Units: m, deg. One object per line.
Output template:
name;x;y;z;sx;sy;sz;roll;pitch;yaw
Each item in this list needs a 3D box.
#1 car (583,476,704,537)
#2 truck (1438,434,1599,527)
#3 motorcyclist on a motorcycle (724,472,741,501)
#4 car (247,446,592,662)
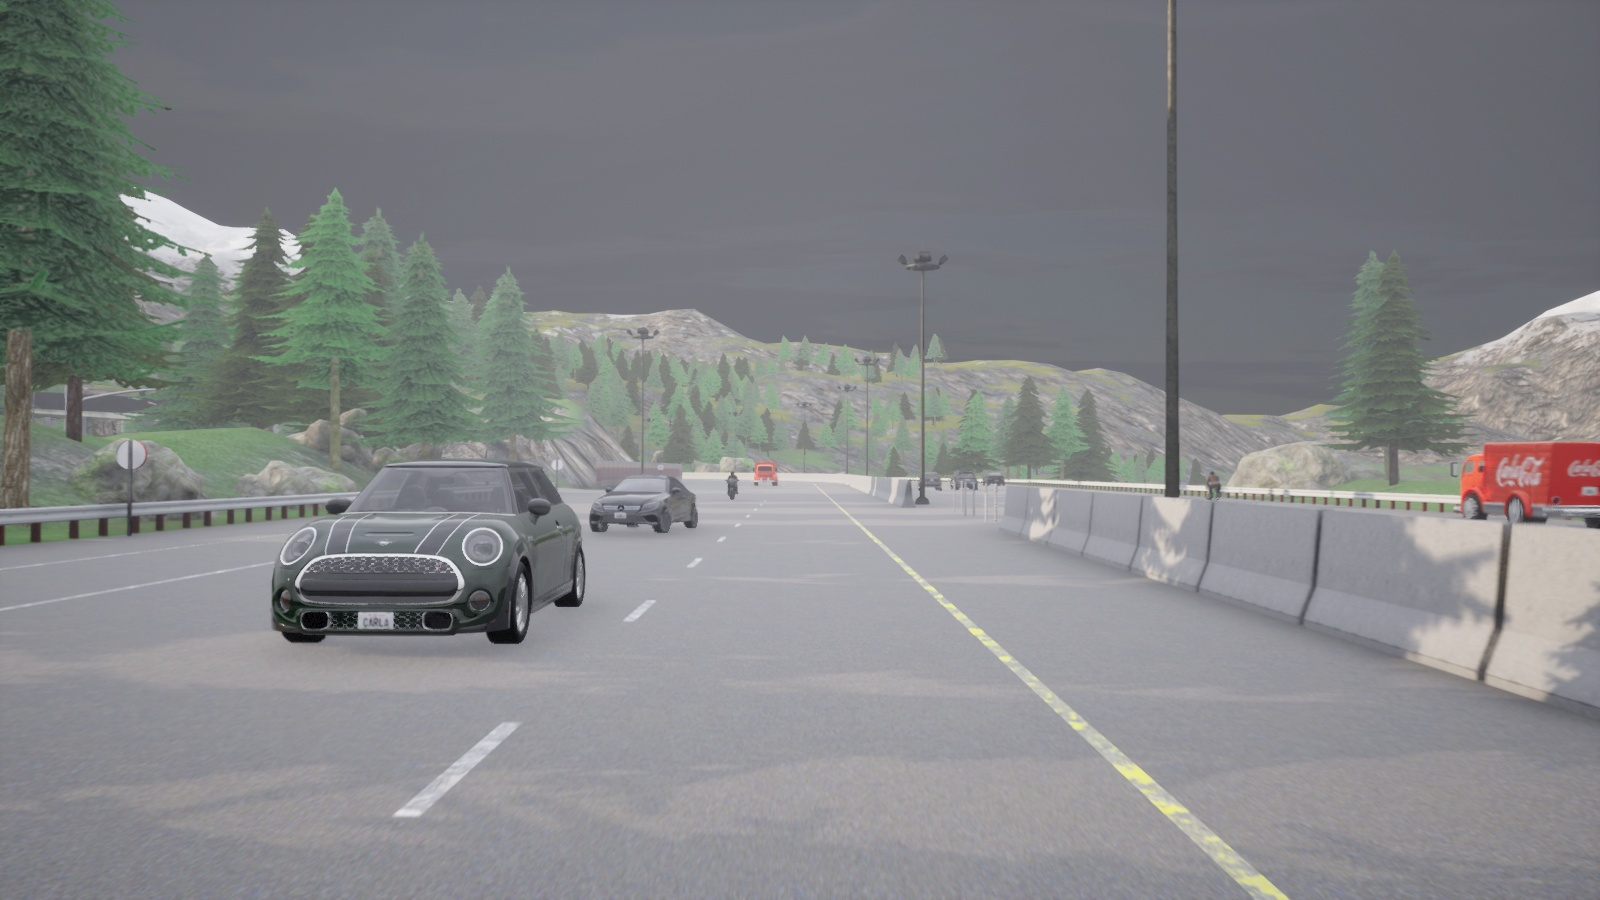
car;-3.946;1.391;32.455;1.812;1.442;4.674;0;-1;10
truck;20.980;0.843;36.092;2.627;2.467;5.204;0;-1;0
motorcyclist on a motorcycle;-3.522;1.891;65.480;0.797;1.523;2.044;0;-1;0
car;-3.517;0.895;12.645;2.097;1.767;4.553;0;-1;0
